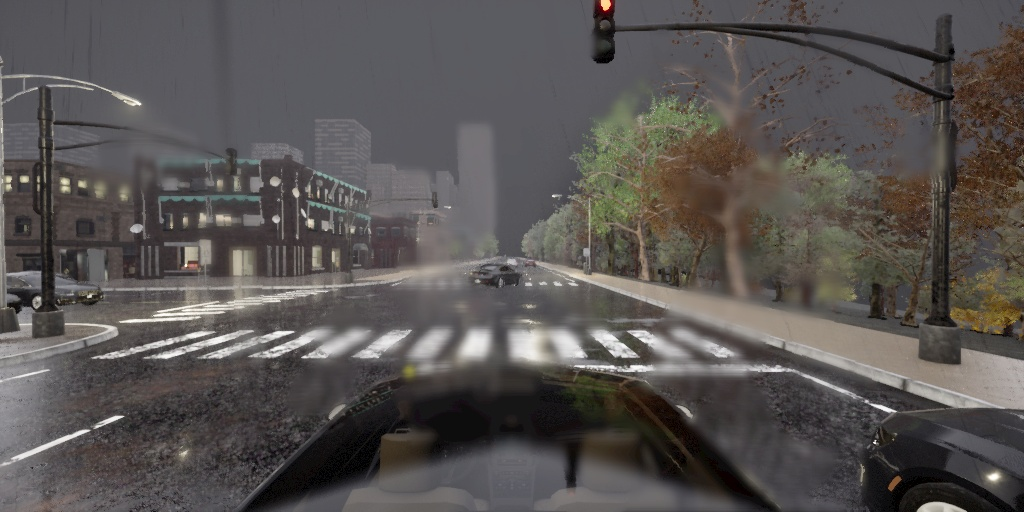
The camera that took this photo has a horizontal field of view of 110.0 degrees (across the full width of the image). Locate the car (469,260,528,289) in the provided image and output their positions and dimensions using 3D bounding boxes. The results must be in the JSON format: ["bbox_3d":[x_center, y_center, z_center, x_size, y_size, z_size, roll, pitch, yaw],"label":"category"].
[{"bbox_3d":[-0.927,1.249,23.002,1.837,1.490,4.892,3,1,24],"label":"car"}]

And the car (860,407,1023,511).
[{"bbox_3d":[3.352,1.255,0.459,1.837,1.490,4.892,0,0,0],"label":"car"}]

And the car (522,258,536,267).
[{"bbox_3d":[3.224,1.252,63.392,1.812,1.442,4.674,0,0,0],"label":"car"}]

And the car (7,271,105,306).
[{"bbox_3d":[-20.310,1.480,15.163,4.892,1.490,1.837,0,1,0],"label":"car"}]

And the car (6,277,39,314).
[{"bbox_3d":[-19.969,1.565,12.459,4.313,1.339,1.948,0,0,0],"label":"car"}]

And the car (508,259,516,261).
[{"bbox_3d":[-0.029,1.252,63.289,1.812,1.442,4.674,0,0,0],"label":"car"}]
